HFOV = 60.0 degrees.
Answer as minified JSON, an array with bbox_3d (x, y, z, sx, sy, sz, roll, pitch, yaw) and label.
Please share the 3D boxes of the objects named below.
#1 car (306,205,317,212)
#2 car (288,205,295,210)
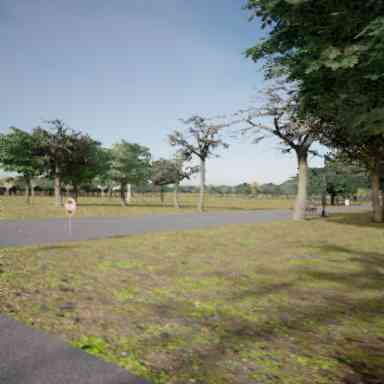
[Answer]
[{"bbox_3d":[27.728,3.752,77.232,1.812,1.442,4.674,2,0,31],"label":"car"},{"bbox_3d":[24.724,3.732,80.081,1.895,1.301,4.718,2,0,36],"label":"car"}]
